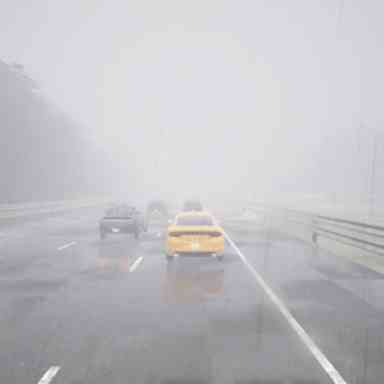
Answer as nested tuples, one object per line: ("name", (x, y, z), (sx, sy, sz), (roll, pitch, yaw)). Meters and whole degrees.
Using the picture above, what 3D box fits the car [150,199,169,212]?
("car", (-3.404, 1.427, 33.464), (1.837, 1.490, 4.892), (0, 1, 0))

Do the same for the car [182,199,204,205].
("car", (0.097, 1.428, 33.412), (1.837, 1.490, 4.892), (0, 1, 0))

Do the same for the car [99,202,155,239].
("car", (-3.402, 1.498, 17.290), (2.128, 1.511, 4.902), (0, 0, 0))

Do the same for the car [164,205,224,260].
("car", (0.098, 1.485, 12.557), (1.882, 1.535, 5.008), (0, 0, 0))
